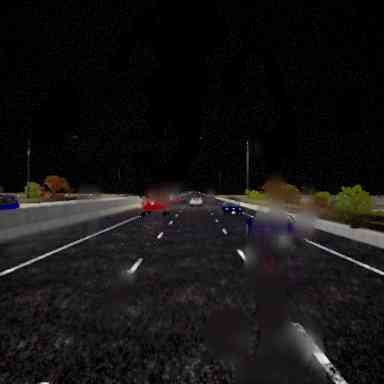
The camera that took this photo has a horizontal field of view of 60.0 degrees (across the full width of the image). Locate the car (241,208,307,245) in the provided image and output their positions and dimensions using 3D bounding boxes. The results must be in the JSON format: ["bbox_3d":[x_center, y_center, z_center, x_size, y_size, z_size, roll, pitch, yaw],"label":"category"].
[{"bbox_3d":[3.687,1.611,15.507,1.895,1.301,4.718,0,0,1],"label":"car"}]

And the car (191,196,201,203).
[{"bbox_3d":[0.810,1.608,72.203,2.128,1.511,4.902,0,0,1],"label":"car"}]

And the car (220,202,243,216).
[{"bbox_3d":[3.903,1.630,33.343,1.895,1.301,4.718,0,0,1],"label":"car"}]

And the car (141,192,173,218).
[{"bbox_3d":[-3.238,1.053,30.194,2.150,2.045,5.566,0,0,1],"label":"car"}]

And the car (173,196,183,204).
[{"bbox_3d":[-2.829,1.424,61.511,1.994,1.385,4.181,0,0,1],"label":"car"}]

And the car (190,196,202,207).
[{"bbox_3d":[0.659,1.656,52.915,1.895,1.301,4.718,0,0,1],"label":"car"}]

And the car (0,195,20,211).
[{"bbox_3d":[-13.840,1.215,22.512,2.150,2.045,5.566,0,0,1],"label":"car"}]
